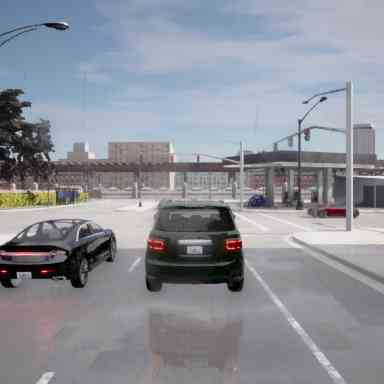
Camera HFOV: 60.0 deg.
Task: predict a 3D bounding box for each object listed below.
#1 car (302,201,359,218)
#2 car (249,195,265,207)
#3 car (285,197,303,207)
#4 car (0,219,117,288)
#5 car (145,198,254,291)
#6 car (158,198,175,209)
[{"bbox_3d":[12.354,1.564,29.210,4.181,1.385,1.994,0,0,-1],"label":"car"},{"bbox_3d":[9.649,1.295,49.338,2.242,1.667,4.611,0,0,0],"label":"car"},{"bbox_3d":[15.393,1.456,50.107,1.970,1.475,3.806,0,0,0],"label":"car"},{"bbox_3d":[-3.431,1.492,9.238,2.128,1.511,4.902,0,0,0],"label":"car"},{"bbox_3d":[0.073,1.221,9.153,2.150,2.045,5.566,0,0,0],"label":"car"},{"bbox_3d":[-3.490,1.564,46.255,1.994,1.385,4.181,0,0,0],"label":"car"}]
